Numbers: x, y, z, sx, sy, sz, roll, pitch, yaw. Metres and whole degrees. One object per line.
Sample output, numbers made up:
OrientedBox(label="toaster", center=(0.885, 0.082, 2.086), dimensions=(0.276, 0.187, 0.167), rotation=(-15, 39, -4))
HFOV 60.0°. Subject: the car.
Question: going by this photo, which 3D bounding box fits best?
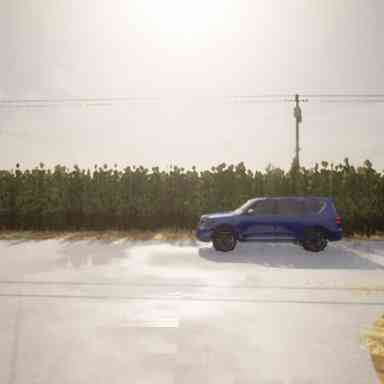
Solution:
OrientedBox(label="car", center=(2.963, 1.202, 13.160), dimensions=(5.566, 2.045, 2.150), rotation=(0, 0, 1))
